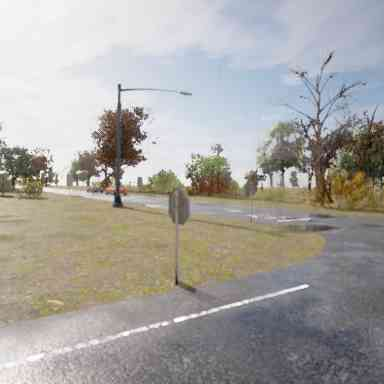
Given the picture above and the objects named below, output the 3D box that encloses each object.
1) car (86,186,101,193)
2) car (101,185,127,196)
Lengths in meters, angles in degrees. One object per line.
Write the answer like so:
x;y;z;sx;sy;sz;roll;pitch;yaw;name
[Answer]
-17.528;-0.454;59.898;1.895;1.301;4.718;0;2;-35;car
-11.924;-0.392;52.029;2.097;1.767;4.553;0;2;-35;car
